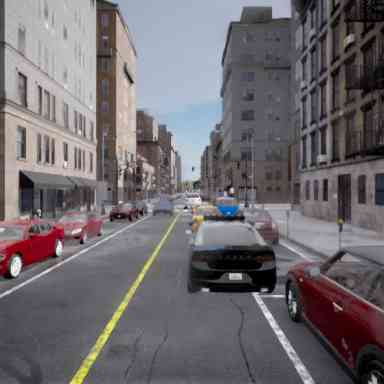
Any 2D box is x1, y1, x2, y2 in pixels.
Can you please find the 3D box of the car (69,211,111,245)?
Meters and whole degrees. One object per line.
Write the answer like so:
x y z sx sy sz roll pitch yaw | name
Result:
-5.349 1.578 15.549 1.802 1.307 4.206 0 0 0 | car

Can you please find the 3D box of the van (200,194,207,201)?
2.910 1.302 85.651 1.690 1.788 3.998 0 0 0 | van

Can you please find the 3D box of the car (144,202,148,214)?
-5.306 1.556 32.082 1.947 1.339 4.313 0 0 0 | car

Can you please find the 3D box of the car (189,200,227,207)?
0.873 1.451 19.072 1.801 1.575 5.366 0 0 0 | car

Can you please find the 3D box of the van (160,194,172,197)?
-5.243 1.315 64.046 1.690 1.788 3.998 0 0 0 | van

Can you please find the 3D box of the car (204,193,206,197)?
2.883 1.286 69.433 2.192 1.841 5.009 0 0 0 | car

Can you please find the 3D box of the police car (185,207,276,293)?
0.847 1.424 8.991 1.930 1.638 5.238 0 0 0 | police car

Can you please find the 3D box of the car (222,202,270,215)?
2.676 1.436 15.529 1.967 1.590 4.097 0 0 0 | car

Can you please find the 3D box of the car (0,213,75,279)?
-5.364 1.543 10.038 1.887 1.381 4.507 0 0 0 | car

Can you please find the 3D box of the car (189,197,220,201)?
0.888 1.449 25.072 1.801 1.575 5.366 0 0 0 | car

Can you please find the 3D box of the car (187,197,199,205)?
0.148 1.525 57.734 2.033 1.411 5.357 0 0 0 | car

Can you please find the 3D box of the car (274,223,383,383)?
2.647 1.439 4.507 1.967 1.590 4.097 0 0 0 | car

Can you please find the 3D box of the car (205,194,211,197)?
2.719 1.305 32.062 2.192 1.841 5.009 0 0 0 | car

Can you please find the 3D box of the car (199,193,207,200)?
2.919 1.273 91.058 2.192 1.841 5.009 0 0 0 | car

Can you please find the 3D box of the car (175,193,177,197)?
-5.197 1.509 80.265 1.887 1.381 4.507 0 0 0 | car

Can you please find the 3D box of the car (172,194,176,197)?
-5.212 1.534 74.859 1.947 1.339 4.313 0 0 0 | car

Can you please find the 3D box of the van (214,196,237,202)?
2.704 1.334 26.550 1.690 1.788 3.998 0 0 0 | van

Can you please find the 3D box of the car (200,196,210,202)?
2.892 1.518 74.839 2.008 1.369 4.403 0 0 0 | car

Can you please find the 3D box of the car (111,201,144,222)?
-5.321 1.538 26.572 1.887 1.381 4.507 0 0 0 | car

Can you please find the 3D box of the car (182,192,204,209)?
0.117 1.200 44.411 2.150 2.045 5.566 0 0 0 | car

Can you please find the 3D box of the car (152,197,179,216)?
-2.671 1.538 32.129 2.033 1.411 5.357 0 0 0 | car
